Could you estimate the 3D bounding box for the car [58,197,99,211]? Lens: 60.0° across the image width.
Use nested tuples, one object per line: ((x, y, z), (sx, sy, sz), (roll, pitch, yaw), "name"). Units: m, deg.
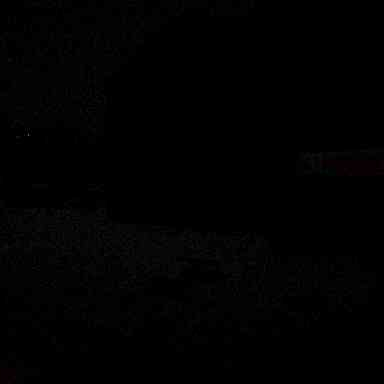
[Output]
((-13.478, 1.337, 39.568), (1.882, 1.535, 5.008), (0, 1, 36), "car")
